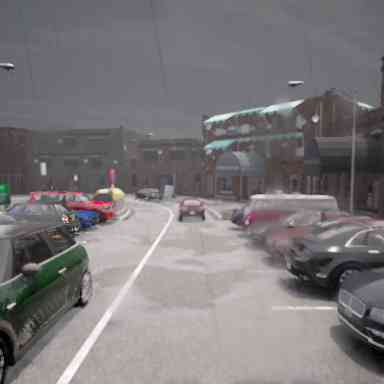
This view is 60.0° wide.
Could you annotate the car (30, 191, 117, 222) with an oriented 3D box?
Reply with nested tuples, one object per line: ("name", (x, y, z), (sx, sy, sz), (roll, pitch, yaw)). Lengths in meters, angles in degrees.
("car", (-7.665, 0.996, 21.237), (5.566, 2.045, 2.435), (0, 1, 0))

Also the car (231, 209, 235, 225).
("car", (4.632, 1.309, 18.720), (4.892, 1.521, 2.231), (0, 2, 0))

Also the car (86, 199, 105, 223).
("car", (-7.697, 1.317, 18.298), (5.008, 1.535, 2.097), (0, 1, 0))

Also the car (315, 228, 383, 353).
("car", (4.653, 1.445, 4.740), (4.892, 1.521, 2.231), (0, 0, 0))

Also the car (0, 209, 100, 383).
("car", (-3.058, 1.315, 4.759), (2.097, 1.767, 4.553), (0, 1, 0))

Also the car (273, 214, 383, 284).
("car", (4.639, 1.424, 7.658), (4.892, 1.521, 2.231), (0, 0, 0))

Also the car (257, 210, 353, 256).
("car", (4.645, 1.443, 10.328), (4.674, 1.452, 2.002), (0, 0, 0))

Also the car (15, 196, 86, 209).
("car", (-7.659, 1.235, 15.467), (4.553, 1.767, 2.185), (0, 1, 0))

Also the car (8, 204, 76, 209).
("car", (-7.503, 1.383, 12.527), (5.366, 1.575, 1.946), (0, 0, 0))

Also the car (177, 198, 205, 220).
("car", (-0.080, 1.185, 24.641), (1.812, 1.442, 4.674), (0, 2, -3))

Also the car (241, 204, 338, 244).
("car", (4.648, 1.384, 13.118), (4.892, 1.521, 2.231), (0, 1, 0))

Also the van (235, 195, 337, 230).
("van", (4.523, 1.130, 15.910), (4.442, 1.987, 1.878), (0, 1, 0))

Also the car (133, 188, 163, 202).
("car", (-5.391, 0.273, 40.172), (2.128, 1.511, 4.902), (-3, 5, -37))
